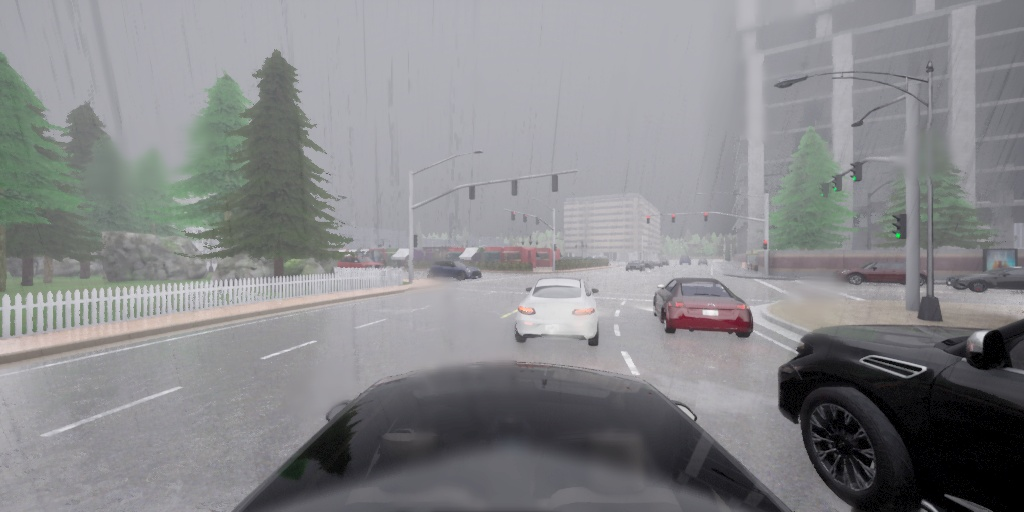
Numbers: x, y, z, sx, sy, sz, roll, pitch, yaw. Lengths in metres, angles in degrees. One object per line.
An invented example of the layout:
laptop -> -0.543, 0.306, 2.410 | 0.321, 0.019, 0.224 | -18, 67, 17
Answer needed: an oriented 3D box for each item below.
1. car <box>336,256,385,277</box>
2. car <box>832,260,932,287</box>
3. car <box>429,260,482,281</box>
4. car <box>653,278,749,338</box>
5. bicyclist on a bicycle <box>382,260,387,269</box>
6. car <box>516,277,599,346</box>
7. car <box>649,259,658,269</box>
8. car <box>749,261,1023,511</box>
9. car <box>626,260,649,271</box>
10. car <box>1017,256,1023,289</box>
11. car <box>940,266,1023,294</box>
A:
car -> -15.437, 1.026, 36.515 | 5.566, 2.045, 2.150 | 0, 0, 30
car -> 25.903, 1.156, 25.387 | 4.553, 1.767, 2.097 | 0, 0, 29
car -> -4.797, 1.155, 30.483 | 4.553, 1.767, 2.097 | 0, 0, 30
car -> 5.292, 1.313, 10.409 | 1.994, 1.385, 4.181 | 0, 0, 17
bicyclist on a bicycle -> -15.755, 1.256, 44.253 | 0.582, 1.620, 1.656 | 0, 0, -23
car -> 1.271, 1.275, 9.399 | 1.812, 1.442, 4.674 | 0, 0, 11
car -> 20.781, 1.348, 55.401 | 1.895, 1.301, 4.718 | 0, 0, 29
car -> 3.737, 0.971, 1.179 | 2.150, 2.045, 5.566 | 0, 0, 0
car -> 16.457, 1.311, 47.661 | 1.994, 1.385, 4.181 | 0, 0, 29
car -> 34.242, 1.026, 20.660 | 5.566, 2.045, 2.150 | 0, 0, 30
car -> 27.992, 1.330, 20.154 | 4.674, 1.442, 1.812 | 0, 0, 29
